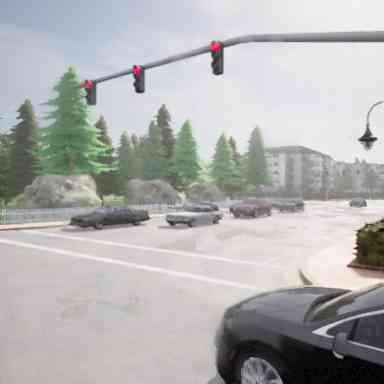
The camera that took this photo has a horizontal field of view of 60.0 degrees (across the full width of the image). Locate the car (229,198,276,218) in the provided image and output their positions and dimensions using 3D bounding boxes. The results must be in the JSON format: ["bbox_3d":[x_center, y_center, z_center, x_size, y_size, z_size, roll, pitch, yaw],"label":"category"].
[{"bbox_3d":[5.523,1.389,30.260,2.097,1.767,4.553,0,0,36],"label":"car"}]

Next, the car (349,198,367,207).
[{"bbox_3d":[26.143,1.626,52.424,2.033,1.411,5.357,0,0,36],"label":"car"}]

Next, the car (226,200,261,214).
[{"bbox_3d":[5.706,1.595,36.466,1.994,1.385,4.181,0,0,37],"label":"car"}]

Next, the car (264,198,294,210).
[{"bbox_3d":[11.822,1.589,44.884,2.033,1.411,5.357,0,0,36],"label":"car"}]

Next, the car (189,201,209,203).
[{"bbox_3d":[0.471,1.513,29.253,2.128,1.511,4.902,0,0,36],"label":"car"}]

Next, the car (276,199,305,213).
[{"bbox_3d":[11.627,1.552,38.669,1.837,1.490,4.892,0,0,36],"label":"car"}]

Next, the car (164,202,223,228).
[{"bbox_3d":[0.220,1.629,22.942,1.895,1.301,4.718,0,0,36],"label":"car"}]

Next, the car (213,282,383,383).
[{"bbox_3d":[2.371,1.507,2.845,4.892,1.490,1.837,1,1,44],"label":"car"}]

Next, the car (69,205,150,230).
[{"bbox_3d":[-5.123,1.560,21.504,2.033,1.411,5.357,0,0,39],"label":"car"}]
